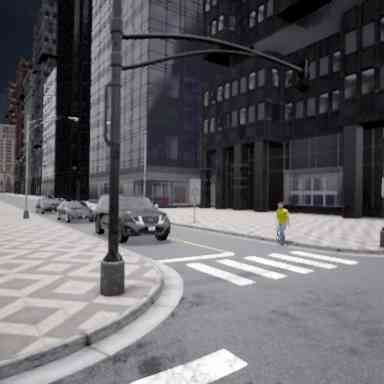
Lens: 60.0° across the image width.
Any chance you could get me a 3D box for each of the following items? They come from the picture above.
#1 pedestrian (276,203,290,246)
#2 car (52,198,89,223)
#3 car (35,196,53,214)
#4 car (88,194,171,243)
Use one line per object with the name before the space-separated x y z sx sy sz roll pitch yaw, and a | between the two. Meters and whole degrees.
pedestrian | 3.778 1.306 13.954 0.375 1.860 0.375 1 -1 -33
car | -8.580 1.391 24.355 1.837 1.490 4.892 1 -1 -33
car | -14.331 1.399 33.141 2.033 1.411 5.357 1 0 -33
car | -3.039 1.136 15.918 2.150 2.045 5.566 1 -1 -31
